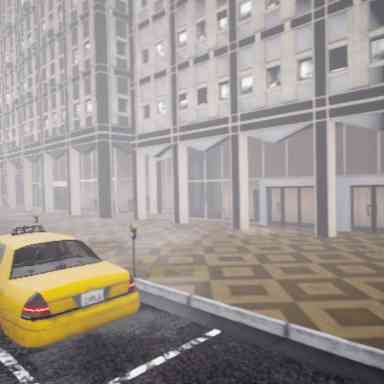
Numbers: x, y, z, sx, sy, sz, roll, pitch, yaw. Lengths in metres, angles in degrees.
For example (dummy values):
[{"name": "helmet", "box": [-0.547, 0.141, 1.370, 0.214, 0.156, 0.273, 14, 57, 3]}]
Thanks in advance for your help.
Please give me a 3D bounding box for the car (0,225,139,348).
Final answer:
[{"name": "car", "box": [-3.171, 1.406, 6.272, 5.366, 1.575, 1.801, 0, 2, 44]}]
